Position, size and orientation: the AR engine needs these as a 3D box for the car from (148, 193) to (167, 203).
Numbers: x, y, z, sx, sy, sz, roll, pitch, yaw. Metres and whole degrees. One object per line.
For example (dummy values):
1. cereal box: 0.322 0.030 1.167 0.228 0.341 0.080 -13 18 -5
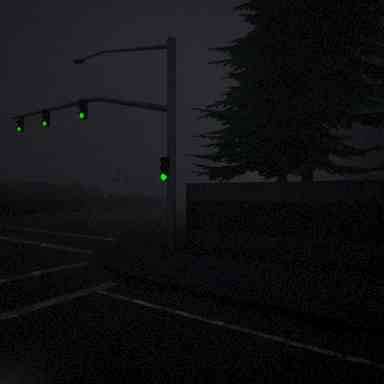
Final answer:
1. car: -7.648 1.153 69.431 4.605 1.855 1.932 0 0 35

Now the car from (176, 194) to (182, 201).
1. car: -4.450 1.395 74.002 3.806 1.475 1.970 0 0 35

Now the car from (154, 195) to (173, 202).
1. car: -6.131 1.363 71.645 3.905 1.438 1.784 0 0 35
